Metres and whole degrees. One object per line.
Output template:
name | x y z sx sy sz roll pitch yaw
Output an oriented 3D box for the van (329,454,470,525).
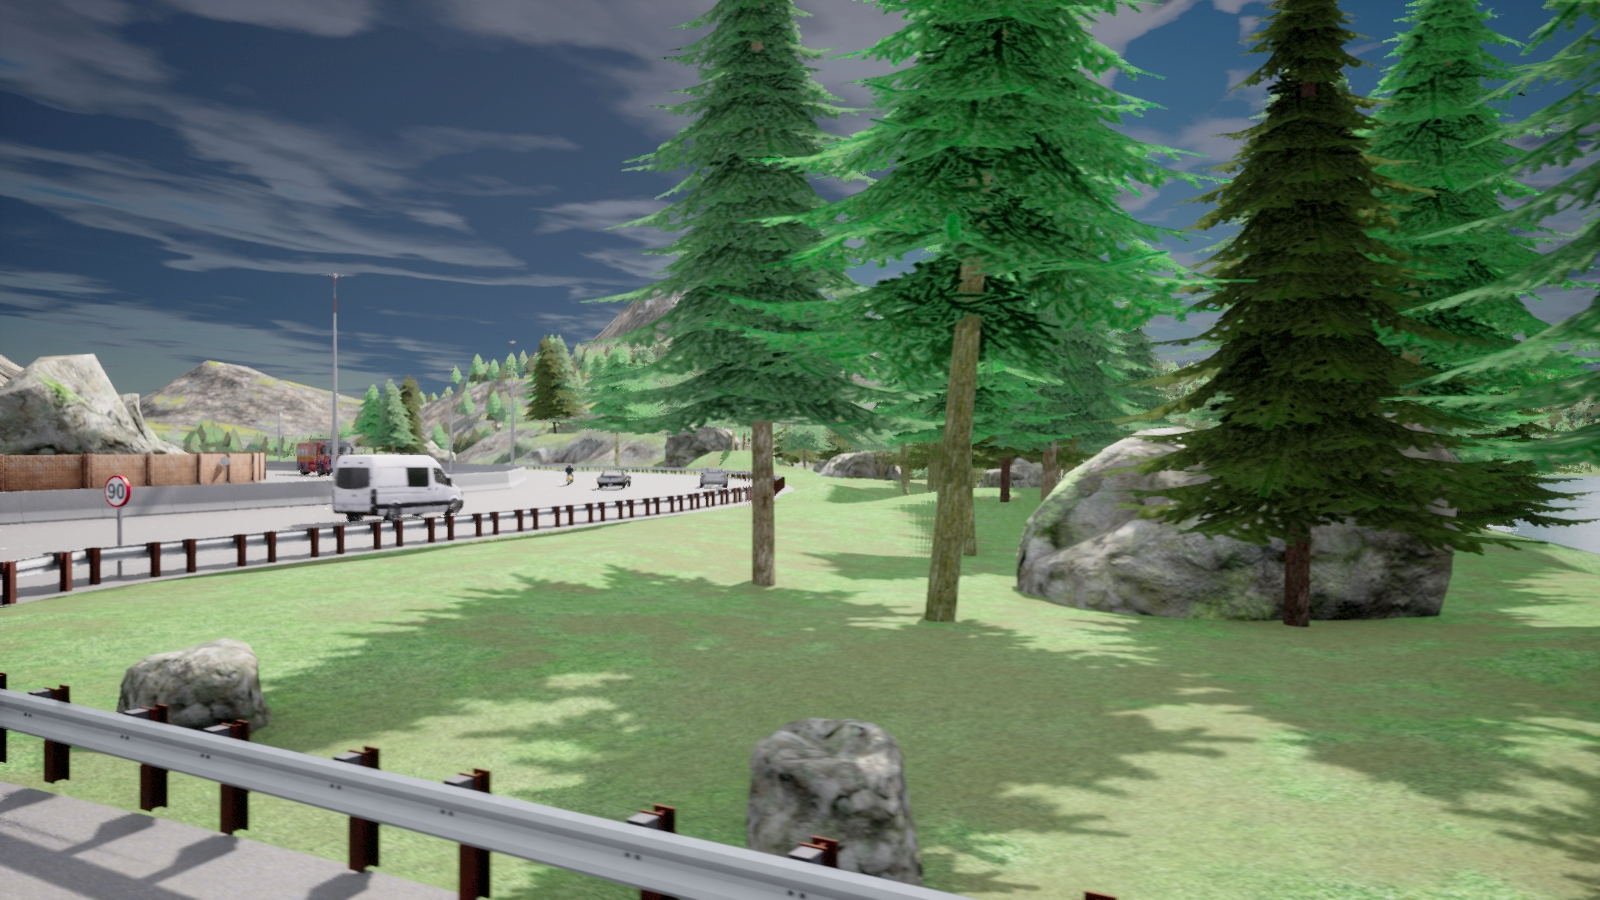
van | -15.640 1.474 45.045 1.988 2.561 5.915 0 0 19
